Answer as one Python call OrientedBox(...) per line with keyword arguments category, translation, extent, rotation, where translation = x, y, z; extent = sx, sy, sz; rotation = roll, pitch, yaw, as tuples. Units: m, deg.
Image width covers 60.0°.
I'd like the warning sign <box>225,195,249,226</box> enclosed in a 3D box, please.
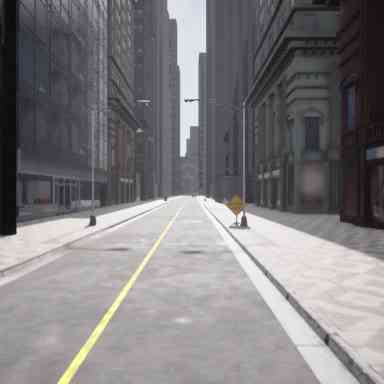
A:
OrientedBox(category="warning sign", translation=(2.718, 1.099, 20.250), extent=(1.300, 1.860, 1.060), rotation=(0, 0, 0))
